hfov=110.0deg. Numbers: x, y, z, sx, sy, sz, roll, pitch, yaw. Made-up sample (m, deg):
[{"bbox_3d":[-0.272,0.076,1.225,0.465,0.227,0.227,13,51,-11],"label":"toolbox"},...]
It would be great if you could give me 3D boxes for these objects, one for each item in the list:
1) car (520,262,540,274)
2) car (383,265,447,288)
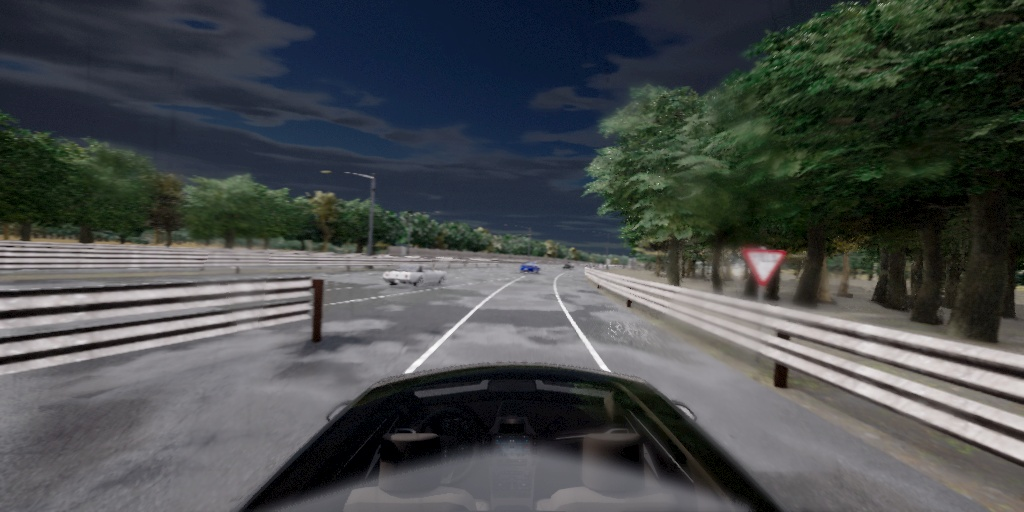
[{"bbox_3d":[2.580,1.614,49.575,1.882,1.535,5.008,3,0,18],"label":"car"},{"bbox_3d":[-5.789,1.188,22.179,1.895,1.301,4.718,3,0,16],"label":"car"}]
